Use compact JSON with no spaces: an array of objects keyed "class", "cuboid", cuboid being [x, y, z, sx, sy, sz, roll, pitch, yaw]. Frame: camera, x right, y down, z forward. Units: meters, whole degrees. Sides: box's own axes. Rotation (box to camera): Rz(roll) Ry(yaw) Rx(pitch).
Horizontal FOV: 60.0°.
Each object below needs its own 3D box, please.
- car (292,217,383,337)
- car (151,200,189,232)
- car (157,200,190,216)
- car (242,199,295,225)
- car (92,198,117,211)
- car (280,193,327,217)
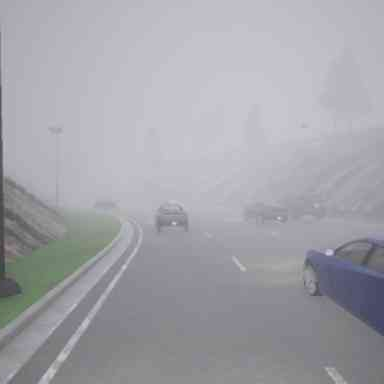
[{"class":"car","cuboid":[3.490,1.434,5.507,1.882,1.535,5.008,0,0,-2]},{"class":"car","cuboid":[-1.392,1.503,20.447,2.128,1.511,4.902,0,0,-10]},{"class":"car","cuboid":[-1.980,1.542,33.462,1.812,1.442,4.674,0,0,-23]},{"class":"car","cuboid":[5.118,1.437,23.826,1.837,1.490,4.892,1,0,-12]},{"class":"car","cuboid":[-11.631,1.609,44.020,1.882,1.535,5.008,0,-1,-36]},{"class":"car","cuboid":[8.212,1.115,26.301,2.150,2.045,5.566,0,0,-15]}]
